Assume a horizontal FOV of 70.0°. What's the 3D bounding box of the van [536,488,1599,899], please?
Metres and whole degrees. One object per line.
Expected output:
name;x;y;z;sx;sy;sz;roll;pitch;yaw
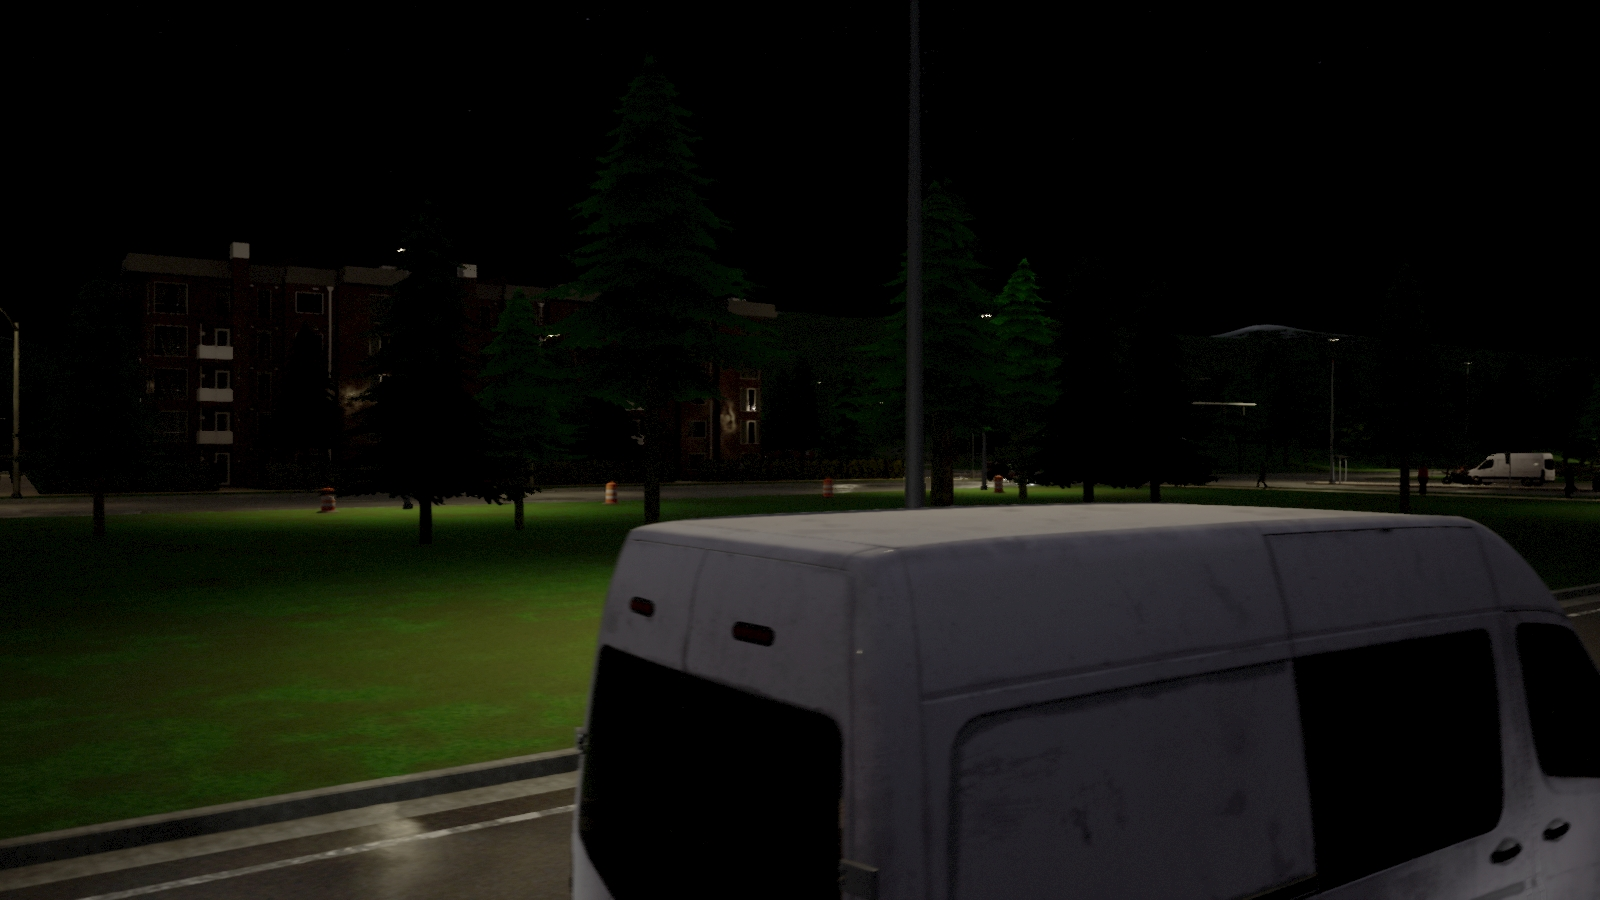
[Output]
van;1.997;1.533;5.189;5.915;2.561;1.988;0;0;-35
